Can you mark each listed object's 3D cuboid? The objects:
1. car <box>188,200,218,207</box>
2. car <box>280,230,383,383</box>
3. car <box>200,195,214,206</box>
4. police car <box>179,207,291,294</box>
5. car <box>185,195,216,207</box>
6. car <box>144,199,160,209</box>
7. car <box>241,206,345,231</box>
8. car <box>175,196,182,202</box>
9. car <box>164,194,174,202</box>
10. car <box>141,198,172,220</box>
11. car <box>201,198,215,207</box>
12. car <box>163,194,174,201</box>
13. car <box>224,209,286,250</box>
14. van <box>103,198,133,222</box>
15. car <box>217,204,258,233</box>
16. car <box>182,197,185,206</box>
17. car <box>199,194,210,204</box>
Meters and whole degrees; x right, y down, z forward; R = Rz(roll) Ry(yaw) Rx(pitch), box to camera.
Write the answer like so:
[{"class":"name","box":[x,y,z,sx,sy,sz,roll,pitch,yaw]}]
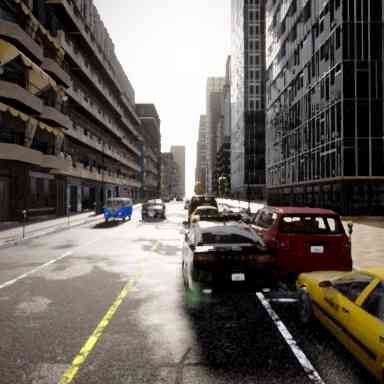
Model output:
[{"class":"car","box":[0.810,1.468,19.086,1.801,1.575,5.366,0,0,0]},{"class":"car","box":[2.693,1.527,4.193,1.752,1.417,4.829,1,0,0]},{"class":"car","box":[2.570,1.410,59.251,2.192,1.841,5.009,1,0,0]},{"class":"police car","box":[0.718,1.429,8.957,1.930,1.638,5.238,0,0,-4]},{"class":"car","box":[0.772,1.241,24.948,2.150,2.045,5.566,0,0,-1]},{"class":"car","box":[-5.788,1.646,48.186,1.802,1.307,4.206,1,0,0]},{"class":"car","box":[2.684,1.319,9.545,2.192,1.841,5.009,1,0,0]},{"class":"car","box":[-3.188,1.658,83.338,1.882,1.535,5.008,0,0,0]},{"class":"car","box":[-5.873,1.511,86.847,2.192,1.841,5.009,1,0,0]},{"class":"car","box":[-3.165,1.513,28.324,2.128,1.511,4.902,0,0,0]},{"class":"car","box":[2.580,1.645,53.727,1.947,1.339,4.313,1,0,0]},{"class":"car","box":[-5.850,1.695,75.800,1.887,1.381,4.507,1,0,0]},{"class":"car","box":[2.668,1.574,15.067,1.947,1.339,4.313,1,0,0]},{"class":"van","box":[-5.734,1.361,26.096,1.690,1.788,3.998,1,0,0]},{"class":"car","box":[2.656,1.558,20.591,1.887,1.381,4.507,1,0,0]},{"class":"car","box":[-0.096,1.586,46.791,1.812,1.442,4.674,0,0,0]},{"class":"car","box":[2.545,1.445,70.297,2.192,1.841,5.009,1,0,0]}]
